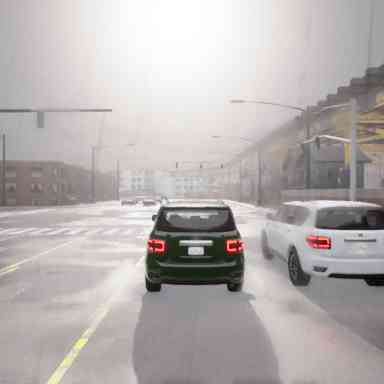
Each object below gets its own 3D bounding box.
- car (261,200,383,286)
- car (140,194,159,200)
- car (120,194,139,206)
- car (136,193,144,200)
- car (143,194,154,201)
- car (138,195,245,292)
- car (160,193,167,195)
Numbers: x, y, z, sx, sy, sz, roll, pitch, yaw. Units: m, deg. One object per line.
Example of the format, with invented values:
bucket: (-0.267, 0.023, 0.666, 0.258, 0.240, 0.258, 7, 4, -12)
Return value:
car: (3.526, 1.246, 9.614, 2.150, 2.045, 5.566, 0, 0, 0)
car: (-7.317, 1.606, 58.103, 2.033, 1.411, 5.357, 0, 0, 0)
car: (-10.809, 1.573, 56.869, 1.812, 1.442, 4.674, 0, 0, 0)
car: (-10.781, 1.288, 68.768, 2.150, 2.045, 5.566, 0, 0, 0)
car: (-10.844, 1.438, 83.635, 2.097, 1.767, 4.553, 0, 0, 0)
car: (0.030, 1.236, 9.116, 2.150, 2.045, 5.566, 0, 0, -1)
car: (-7.343, 1.317, 83.410, 2.150, 2.045, 5.566, 0, 0, 0)
